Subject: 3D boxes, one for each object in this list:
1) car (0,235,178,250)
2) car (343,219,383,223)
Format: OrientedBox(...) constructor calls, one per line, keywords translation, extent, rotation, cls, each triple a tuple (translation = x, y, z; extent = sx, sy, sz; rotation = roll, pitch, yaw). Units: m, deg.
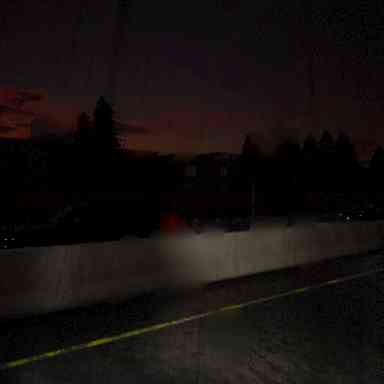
OrientedBox(translation=(-3.086, 1.256, 10.387), extent=(5.566, 2.045, 2.150), rotation=(0, 0, -35), cls="car")
OrientedBox(translation=(13.856, 1.788, 26.873), extent=(4.892, 1.490, 1.837), rotation=(1, -1, -36), cls="car")
